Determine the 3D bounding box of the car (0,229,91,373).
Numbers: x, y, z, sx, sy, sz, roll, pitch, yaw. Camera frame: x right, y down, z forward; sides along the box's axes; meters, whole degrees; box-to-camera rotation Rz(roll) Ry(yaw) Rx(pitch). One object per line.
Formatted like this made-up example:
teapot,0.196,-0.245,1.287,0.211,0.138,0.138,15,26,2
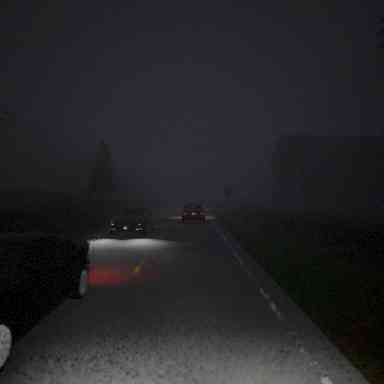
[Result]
car,-3.264,1.488,5.679,1.882,1.535,5.008,0,0,0

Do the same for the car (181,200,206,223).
car,0.095,1.595,25.963,2.033,1.411,5.357,0,0,0

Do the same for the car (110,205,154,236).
car,-3.256,1.540,18.720,1.837,1.490,4.892,0,0,0
